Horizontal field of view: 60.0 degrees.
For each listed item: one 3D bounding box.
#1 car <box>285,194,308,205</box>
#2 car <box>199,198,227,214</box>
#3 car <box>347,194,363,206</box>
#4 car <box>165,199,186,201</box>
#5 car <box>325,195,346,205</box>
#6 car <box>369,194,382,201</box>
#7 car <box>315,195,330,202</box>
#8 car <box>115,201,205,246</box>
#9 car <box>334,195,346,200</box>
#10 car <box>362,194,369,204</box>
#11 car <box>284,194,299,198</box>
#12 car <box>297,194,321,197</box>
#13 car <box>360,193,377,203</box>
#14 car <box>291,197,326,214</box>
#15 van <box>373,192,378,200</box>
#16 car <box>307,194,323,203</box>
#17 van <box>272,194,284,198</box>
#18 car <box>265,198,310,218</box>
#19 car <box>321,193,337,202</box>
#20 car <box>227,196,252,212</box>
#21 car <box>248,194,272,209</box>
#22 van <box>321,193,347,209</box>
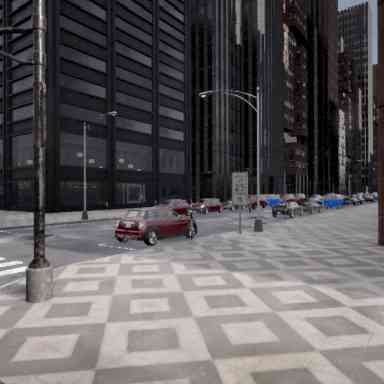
[{"bbox_3d":[17.794,1.199,56.596,2.192,1.841,5.009,0,0,36],"label":"car"},{"bbox_3d":[1.422,1.383,33.824,1.967,1.590,4.097,0,0,36],"label":"car"},{"bbox_3d":[24.726,1.420,51.633,1.947,1.339,4.313,0,0,36],"label":"car"},{"bbox_3d":[-1.853,1.397,29.270,1.967,1.590,4.097,0,0,36],"label":"car"},{"bbox_3d":[23.713,1.351,54.781,2.128,1.511,4.902,0,0,35],"label":"car"},{"bbox_3d":[41.098,1.247,74.404,1.967,1.590,4.097,0,0,36],"label":"car"},{"bbox_3d":[27.619,1.407,70.260,2.008,1.369,4.403,0,0,36],"label":"car"},{"bbox_3d":[-1.469,1.393,15.200,1.967,1.590,4.097,0,0,36],"label":"car"},{"bbox_3d":[37.443,1.396,83.923,1.947,1.339,4.313,0,0,36],"label":"car"},{"bbox_3d":[28.000,1.409,56.187,1.947,1.339,4.313,0,0,36],"label":"car"},{"bbox_3d":[14.520,1.210,52.042,2.192,1.841,5.009,0,0,36],"label":"car"},{"bbox_3d":[15.818,1.364,43.805,1.882,1.535,5.008,0,0,36],"label":"car"},{"bbox_3d":[34.549,1.370,65.296,1.887,1.381,4.507,0,0,36],"label":"car"},{"bbox_3d":[11.629,1.465,33.417,1.947,1.339,4.313,0,0,36],"label":"car"},{"bbox_3d":[37.823,1.157,69.850,1.690,1.788,3.998,0,0,36],"label":"van"},{"bbox_3d":[24.344,1.305,65.706,1.967,1.590,4.097,0,0,36],"label":"car"},{"bbox_3d":[11.245,1.247,47.487,1.690,1.788,3.998,0,0,36],"label":"van"},{"bbox_3d":[8.354,1.463,28.862,2.008,1.369,4.403,0,0,36],"label":"car"},{"bbox_3d":[30.893,1.162,74.814,2.192,1.841,5.009,0,0,36],"label":"car"},{"bbox_3d":[4.697,1.481,38.379,2.008,1.369,4.403,0,0,36],"label":"car"},{"bbox_3d":[7.971,1.233,42.933,2.192,1.841,5.009,0,0,36],"label":"car"},{"bbox_3d":[18.177,1.217,42.525,1.690,1.788,3.998,0,0,36],"label":"van"}]
